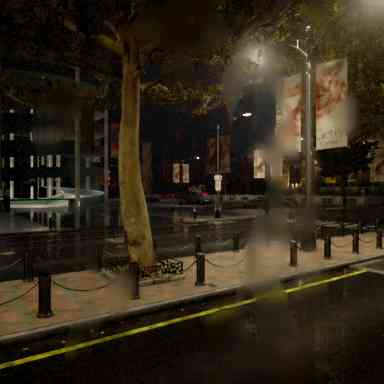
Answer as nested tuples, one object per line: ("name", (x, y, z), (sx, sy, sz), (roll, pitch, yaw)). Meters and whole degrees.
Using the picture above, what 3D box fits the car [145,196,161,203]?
("car", (-8.840, 1.544, 68.019), (5.357, 1.411, 2.033), (0, 0, 37))

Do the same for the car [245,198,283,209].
("car", (9.240, 1.601, 44.343), (1.895, 1.301, 4.718), (0, 0, -35))

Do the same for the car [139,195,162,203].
("car", (-9.133, 1.525, 72.517), (4.902, 1.511, 2.128), (0, 0, 37))

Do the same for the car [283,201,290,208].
("car", (11.348, 1.547, 47.437), (2.033, 1.411, 5.357), (0, 0, -35))

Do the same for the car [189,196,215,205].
("car", (1.766, 1.547, 60.999), (2.033, 1.411, 5.357), (0, 0, -36))

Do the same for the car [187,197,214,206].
("car", (1.238, 1.546, 55.723), (2.033, 1.411, 5.357), (0, 0, -35))
